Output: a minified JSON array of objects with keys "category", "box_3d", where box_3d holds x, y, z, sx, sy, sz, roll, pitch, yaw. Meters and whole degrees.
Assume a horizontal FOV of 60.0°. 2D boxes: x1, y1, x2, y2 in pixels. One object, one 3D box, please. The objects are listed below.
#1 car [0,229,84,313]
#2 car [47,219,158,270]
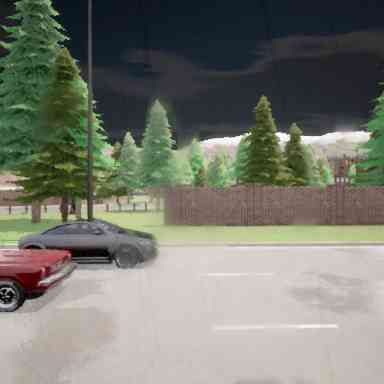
[{"category":"car","box_3d":[-4.994,1.601,6.971,4.718,1.301,1.895,0,0,-2]},{"category":"car","box_3d":[-3.178,1.559,10.530,4.181,1.385,1.994,0,0,-2]}]
